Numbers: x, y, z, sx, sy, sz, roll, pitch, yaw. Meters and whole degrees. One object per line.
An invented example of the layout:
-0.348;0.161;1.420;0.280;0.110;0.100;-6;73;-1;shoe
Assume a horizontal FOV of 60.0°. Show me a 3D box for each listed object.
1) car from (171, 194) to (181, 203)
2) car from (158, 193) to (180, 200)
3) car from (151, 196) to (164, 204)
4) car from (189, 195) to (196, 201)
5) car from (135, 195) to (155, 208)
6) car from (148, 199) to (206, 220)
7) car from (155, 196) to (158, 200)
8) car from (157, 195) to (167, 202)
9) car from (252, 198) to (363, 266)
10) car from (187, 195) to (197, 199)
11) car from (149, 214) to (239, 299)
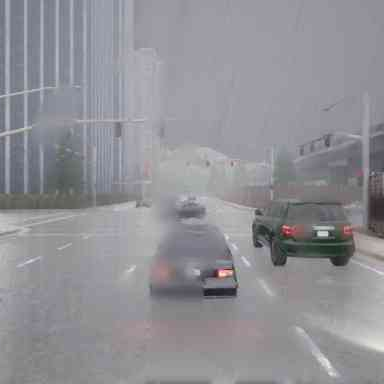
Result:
-3.487;1.385;72.570;2.097;1.767;4.553;0;0;0;car
-3.578;1.243;52.841;2.150;2.045;5.566;0;0;0;car
-7.000;1.519;68.042;2.128;1.511;4.902;0;0;0;car
0.016;1.536;88.918;1.837;1.490;4.892;0;0;0;car
-7.083;1.525;48.913;1.837;1.490;4.892;0;0;0;car
-0.844;1.540;26.286;1.837;1.490;4.892;-2;-2;38;car
-7.068;1.376;58.105;2.097;1.767;4.553;0;0;0;car
-6.986;1.548;78.280;1.812;1.442;4.674;0;0;0;car
3.573;1.226;11.688;2.150;2.045;5.566;0;0;1;car
0.014;1.387;78.673;2.097;1.767;4.553;0;0;0;car
0.056;1.551;8.655;2.033;1.411;5.357;0;0;1;car
